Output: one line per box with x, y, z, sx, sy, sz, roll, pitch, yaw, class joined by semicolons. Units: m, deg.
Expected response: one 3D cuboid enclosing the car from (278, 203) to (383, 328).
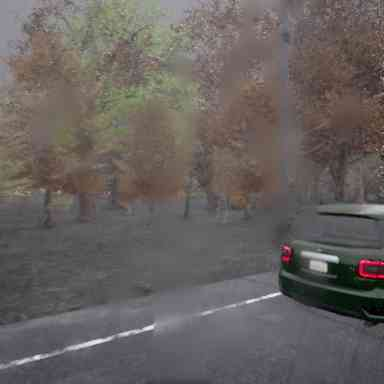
4.173;1.249;6.771;5.566;2.045;2.150;0;0;-35;car
